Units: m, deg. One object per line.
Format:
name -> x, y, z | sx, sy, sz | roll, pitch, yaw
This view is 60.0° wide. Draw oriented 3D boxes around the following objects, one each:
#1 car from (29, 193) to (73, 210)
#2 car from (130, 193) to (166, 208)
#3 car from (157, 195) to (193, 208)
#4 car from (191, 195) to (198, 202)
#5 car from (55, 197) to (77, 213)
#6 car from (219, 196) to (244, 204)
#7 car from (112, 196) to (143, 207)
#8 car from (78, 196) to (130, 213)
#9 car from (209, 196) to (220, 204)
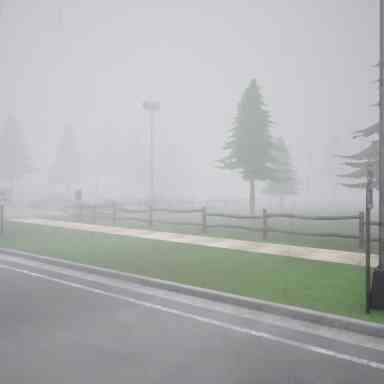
car -> -17.912, 1.221, 42.668 | 2.150, 2.045, 5.566 | 0, 0, 35
car -> -5.753, 1.223, 47.836 | 2.150, 2.045, 5.566 | 0, 0, 34
car -> -2.351, 1.525, 46.553 | 1.812, 1.442, 4.674 | 0, 0, 35
car -> -0.821, 1.351, 66.870 | 2.097, 1.767, 4.553 | 0, 0, 35
car -> -12.784, 1.564, 37.807 | 1.994, 1.385, 4.181 | 0, 0, 35
car -> 7.673, 1.547, 60.700 | 2.033, 1.411, 5.357 | 0, 0, 35
car -> -10.319, 1.477, 53.487 | 1.882, 1.535, 5.008 | 0, 0, 35
car -> -9.576, 1.478, 36.284 | 1.882, 1.535, 5.008 | 0, 0, 35
car -> 5.149, 1.547, 63.184 | 2.033, 1.411, 5.357 | 0, 0, 35
